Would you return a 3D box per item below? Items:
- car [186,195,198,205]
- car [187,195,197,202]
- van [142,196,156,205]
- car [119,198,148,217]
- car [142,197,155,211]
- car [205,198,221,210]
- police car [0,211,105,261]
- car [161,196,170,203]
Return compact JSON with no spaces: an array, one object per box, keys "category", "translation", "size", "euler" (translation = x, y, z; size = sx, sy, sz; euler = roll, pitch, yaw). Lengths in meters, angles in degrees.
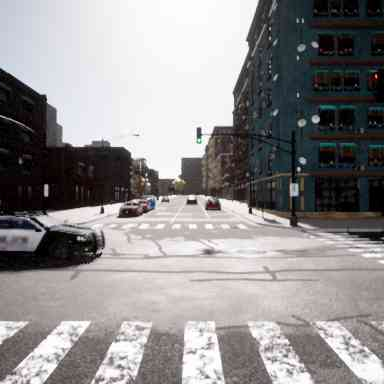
[{"category":"car","translation":[-0.009,1.574,59.802],"size":[1.994,1.385,4.181],"euler":[0,0,0]},{"category":"car","translation":[-0.010,1.370,69.811],"size":[2.128,1.511,4.902],"euler":[0,0,0]},{"category":"van","translation":[-5.679,1.348,43.084],"size":[1.690,1.788,3.998],"euler":[1,0,0]},{"category":"car","translation":[-5.758,1.550,31.714],"size":[1.887,1.381,4.507],"euler":[1,0,0]},{"category":"car","translation":[-5.682,1.551,37.396],"size":[1.887,1.381,4.507],"euler":[1,0,0]},{"category":"car","translation":[2.699,1.447,43.145],"size":[1.967,1.590,4.097],"euler":[1,0,0]},{"category":"police car","translation":[-5.684,1.502,11.700],"size":[4.974,1.542,2.038],"euler":[0,0,1]},{"category":"car","translation":[-5.687,1.595,71.517],"size":[1.802,1.307,4.206],"euler":[1,0,0]}]
